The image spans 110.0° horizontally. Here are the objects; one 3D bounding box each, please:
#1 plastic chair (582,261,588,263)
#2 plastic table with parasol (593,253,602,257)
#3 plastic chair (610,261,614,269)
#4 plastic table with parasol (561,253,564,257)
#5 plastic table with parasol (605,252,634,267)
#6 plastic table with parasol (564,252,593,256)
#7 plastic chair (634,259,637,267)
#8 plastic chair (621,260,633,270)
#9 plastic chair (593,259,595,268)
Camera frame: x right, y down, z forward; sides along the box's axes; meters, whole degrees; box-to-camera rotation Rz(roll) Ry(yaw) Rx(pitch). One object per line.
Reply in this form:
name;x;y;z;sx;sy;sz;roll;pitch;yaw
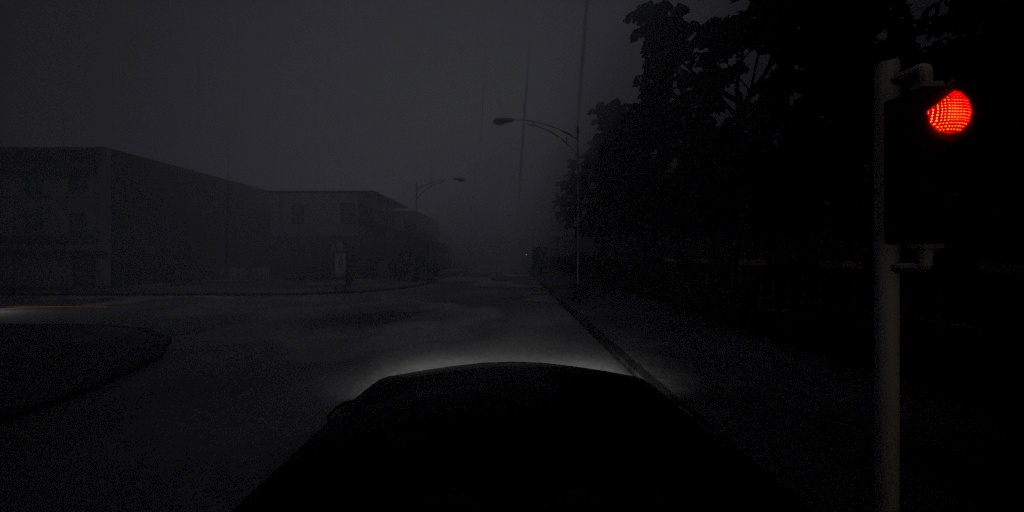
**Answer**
plastic chair;10.738;1.310;52.936;0.750;1.272;0.730;0;0;-40
plastic table with parasol;14.707;0.672;59.405;2.482;2.480;2.482;0;0;-42
plastic chair;14.350;1.305;50.290;0.730;1.272;0.750;0;0;-35
plastic table with parasol;10.723;0.704;62.374;2.482;2.480;2.482;0;0;-40
plastic table with parasol;15.324;0.694;51.191;2.482;2.480;2.482;0;0;-40
plastic table with parasol;10.007;0.684;53.933;2.482;2.480;2.482;0;0;-40
plastic chair;18.680;1.160;54.638;0.750;1.272;0.730;0;0;-39
plastic chair;16.056;1.296;50.192;0.750;1.272;0.730;0;0;-40
plastic chair;13.755;1.304;58.518;0.730;1.272;0.750;0;0;-35
